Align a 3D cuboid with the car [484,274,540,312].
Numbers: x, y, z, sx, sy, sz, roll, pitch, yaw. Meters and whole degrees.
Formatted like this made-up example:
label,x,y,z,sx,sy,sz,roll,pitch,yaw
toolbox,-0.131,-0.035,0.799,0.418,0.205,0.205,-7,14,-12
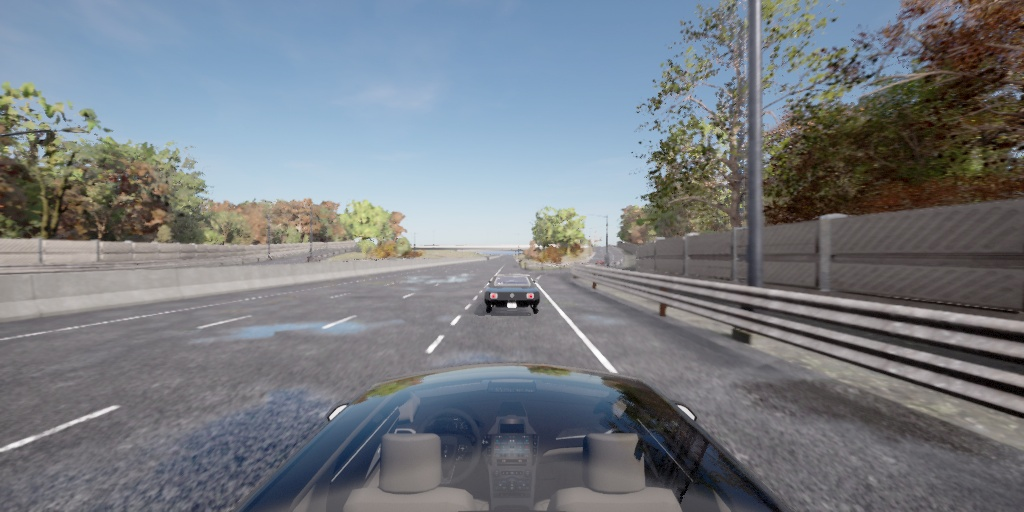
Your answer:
label,x,y,z,sx,sy,sz,roll,pitch,yaw
car,0.005,1.360,14.151,1.895,1.301,4.718,0,0,0
